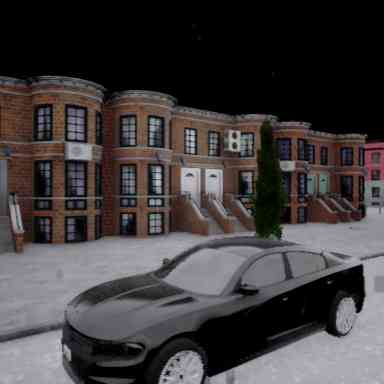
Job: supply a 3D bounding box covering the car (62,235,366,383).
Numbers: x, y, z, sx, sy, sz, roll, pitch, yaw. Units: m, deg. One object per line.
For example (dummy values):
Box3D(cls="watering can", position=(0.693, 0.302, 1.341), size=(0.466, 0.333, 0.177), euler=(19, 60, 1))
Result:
Box3D(cls="car", position=(0.674, 1.486, 5.088), size=(5.008, 1.535, 1.882), euler=(0, 0, -36))
